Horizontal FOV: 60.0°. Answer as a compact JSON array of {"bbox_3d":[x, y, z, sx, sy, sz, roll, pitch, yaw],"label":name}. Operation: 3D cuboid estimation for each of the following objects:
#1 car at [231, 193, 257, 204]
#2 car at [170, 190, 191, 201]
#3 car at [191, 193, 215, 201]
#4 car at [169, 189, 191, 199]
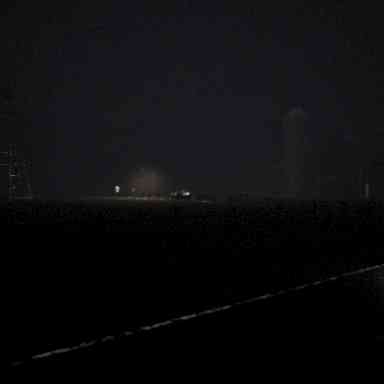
[{"bbox_3d":[8.356,0.982,53.804,2.097,1.767,4.553,-1,1,-36],"label":"car"},{"bbox_3d":[-1.930,0.985,68.209,2.128,1.511,4.902,-1,1,-36],"label":"car"},{"bbox_3d":[2.690,0.966,66.543,2.128,1.511,4.902,-1,1,-36],"label":"car"},{"bbox_3d":[-2.645,0.476,73.895,2.150,2.045,5.566,-1,1,-36],"label":"car"}]
